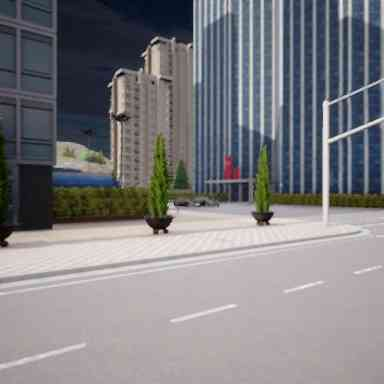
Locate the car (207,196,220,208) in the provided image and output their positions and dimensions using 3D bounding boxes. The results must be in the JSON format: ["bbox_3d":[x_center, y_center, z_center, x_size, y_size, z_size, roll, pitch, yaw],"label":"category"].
[{"bbox_3d":[2.055,1.395,48.599,2.097,1.767,4.553,0,0,-36],"label":"car"}]

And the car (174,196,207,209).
[{"bbox_3d":[-0.634,1.529,46.342,2.128,1.511,4.902,0,0,-36],"label":"car"}]
